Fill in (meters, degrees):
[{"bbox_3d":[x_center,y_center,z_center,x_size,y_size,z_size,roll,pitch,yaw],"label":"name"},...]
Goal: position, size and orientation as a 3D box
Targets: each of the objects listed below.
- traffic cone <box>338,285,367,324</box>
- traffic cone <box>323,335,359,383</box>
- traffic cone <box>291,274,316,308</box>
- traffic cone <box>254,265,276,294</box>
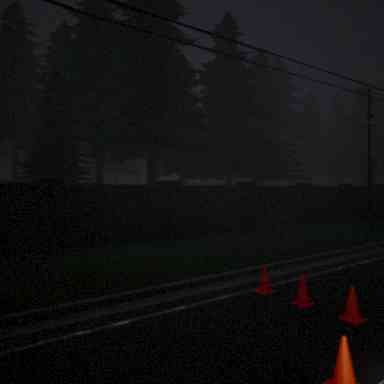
[{"bbox_3d":[2.785,1.921,5.779,0.340,0.580,0.340,0,0,-36],"label":"traffic cone"},{"bbox_3d":[1.741,1.933,3.802,0.340,0.580,0.340,0,0,-36],"label":"traffic cone"},{"bbox_3d":[2.203,1.921,6.592,0.340,0.580,0.340,0,0,-36],"label":"traffic cone"},{"bbox_3d":[1.621,1.922,7.405,0.340,0.580,0.340,0,0,-36],"label":"traffic cone"}]
